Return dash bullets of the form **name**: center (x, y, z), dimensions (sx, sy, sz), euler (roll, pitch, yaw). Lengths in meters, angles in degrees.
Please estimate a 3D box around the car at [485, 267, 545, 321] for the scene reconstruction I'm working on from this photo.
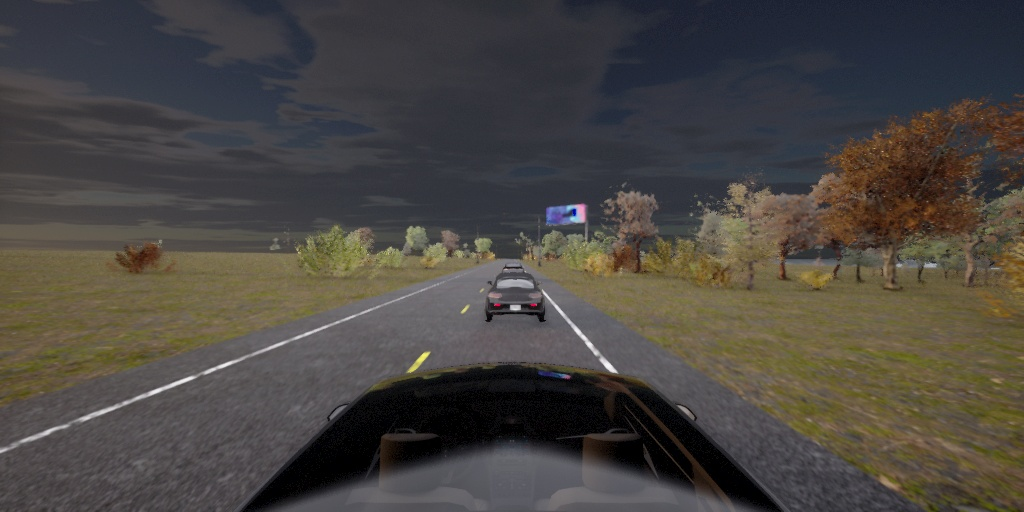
- **car**: center (0.097, 1.279, 12.347), dimensions (1.812, 1.442, 4.674), euler (0, 0, 0)

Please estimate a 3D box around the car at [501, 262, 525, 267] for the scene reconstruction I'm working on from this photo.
- **car**: center (0.093, 1.253, 30.070), dimensions (2.128, 1.511, 4.902), euler (0, 0, 0)
